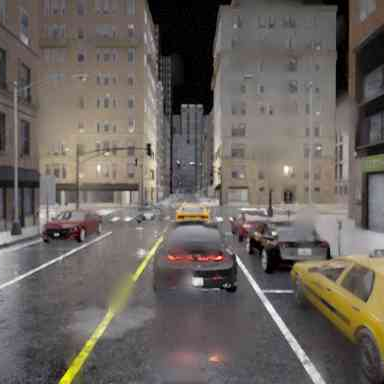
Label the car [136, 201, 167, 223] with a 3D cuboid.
[{"bbox_3d":[-2.973,1.467,25.101,2.128,1.511,4.902,0,0,0],"label":"car"}]

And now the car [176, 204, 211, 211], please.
[{"bbox_3d":[0.058,1.456,19.326,1.882,1.535,5.008,0,0,1],"label":"car"}]

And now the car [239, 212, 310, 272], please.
[{"bbox_3d":[2.880,1.554,10.552,1.947,1.339,4.313,-1,0,0],"label":"car"}]

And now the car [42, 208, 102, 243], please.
[{"bbox_3d":[-5.658,1.527,16.146,1.887,1.381,4.507,-1,0,0],"label":"car"}]

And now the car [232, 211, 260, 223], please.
[{"bbox_3d":[2.887,1.564,16.137,1.802,1.307,4.206,-1,0,0],"label":"car"}]

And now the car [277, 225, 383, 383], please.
[{"bbox_3d":[2.872,1.520,5.135,1.752,1.417,4.829,-1,0,0],"label":"car"}]

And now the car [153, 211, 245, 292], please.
[{"bbox_3d":[0.077,1.495,8.899,1.837,1.490,4.892,0,0,0],"label":"car"}]
